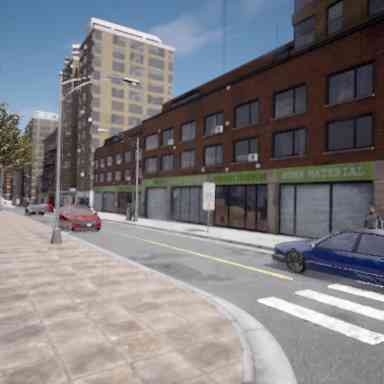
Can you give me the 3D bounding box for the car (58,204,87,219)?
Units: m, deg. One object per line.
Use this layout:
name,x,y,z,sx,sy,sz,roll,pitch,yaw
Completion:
car,-13.398,2.119,37.085,1.882,1.535,5.008,2,-2,-32

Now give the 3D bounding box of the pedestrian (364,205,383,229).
pedestrian,6.285,1.364,11.604,0.375,1.860,0.375,1,-1,-32

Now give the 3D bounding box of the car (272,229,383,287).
car,4.636,1.680,8.758,2.033,1.411,5.357,2,-2,-32

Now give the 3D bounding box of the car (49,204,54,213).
car,-22.783,2.516,51.823,1.812,1.442,4.674,2,-2,-32

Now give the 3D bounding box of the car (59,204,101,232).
car,-7.652,1.783,22.575,1.882,1.535,5.008,2,-2,-32

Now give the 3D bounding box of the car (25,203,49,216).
car,-19.875,2.257,41.949,2.033,1.411,5.357,2,-2,-32
